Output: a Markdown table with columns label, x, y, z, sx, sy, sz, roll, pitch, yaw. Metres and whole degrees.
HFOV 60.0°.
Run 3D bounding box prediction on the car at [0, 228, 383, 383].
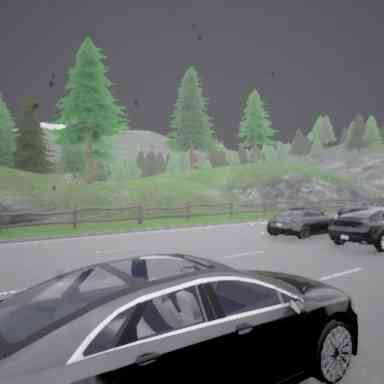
| label | x | y | z | sx | sy | sz | roll | pitch | yaw |
| --- | --- | --- | --- | --- | --- | --- | --- | --- | --- |
| car | -0.062 | 1.476 | 3.701 | 4.902 | 1.511 | 2.128 | -1 | 0 | -36 |

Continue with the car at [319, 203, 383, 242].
| label | x | y | z | sx | sy | sz | roll | pitch | yaw |
| --- | --- | --- | --- | --- | --- | --- | --- | --- | --- |
| car | 7.457 | 1.388 | 13.365 | 4.892 | 1.490 | 1.837 | 0 | 0 | -36 |

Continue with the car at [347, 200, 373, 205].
| label | x | y | z | sx | sy | sz | roll | pitch | yaw |
| --- | --- | --- | --- | --- | --- | --- | --- | --- | --- |
| car | 13.341 | 1.347 | 26.163 | 4.181 | 1.385 | 1.994 | 0 | 0 | -35 |

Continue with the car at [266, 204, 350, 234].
| label | x | y | z | sx | sy | sz | roll | pitch | yaw |
| --- | --- | --- | --- | --- | --- | --- | --- | --- | --- |
| car | 5.619 | 1.447 | 16.354 | 4.181 | 1.385 | 1.994 | 0 | 0 | -36 |
